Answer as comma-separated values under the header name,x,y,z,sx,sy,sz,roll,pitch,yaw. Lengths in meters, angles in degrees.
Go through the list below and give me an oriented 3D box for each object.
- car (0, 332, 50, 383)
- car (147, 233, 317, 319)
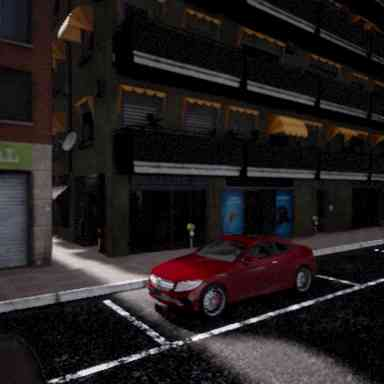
name,x,y,z,sx,sy,sz,roll,pitch,yaw
car,-3.216,1.539,1.084,5.357,1.411,2.033,0,0,-36
car,1.064,1.602,7.332,4.206,1.307,1.802,0,-1,-36
